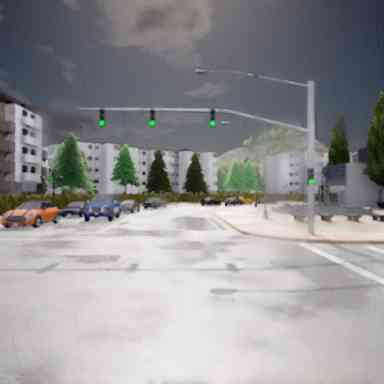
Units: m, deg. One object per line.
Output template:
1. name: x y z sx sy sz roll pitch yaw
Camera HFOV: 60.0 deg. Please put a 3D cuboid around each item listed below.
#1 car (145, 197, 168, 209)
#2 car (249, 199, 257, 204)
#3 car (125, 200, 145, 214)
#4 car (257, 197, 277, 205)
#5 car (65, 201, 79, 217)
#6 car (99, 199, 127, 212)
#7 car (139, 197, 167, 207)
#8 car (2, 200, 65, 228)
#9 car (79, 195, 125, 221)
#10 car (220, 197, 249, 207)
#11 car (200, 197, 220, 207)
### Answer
1. car: -5.142 1.721 47.173 1.895 1.301 4.718 0 0 19
2. car: 9.699 1.660 64.528 5.008 1.535 1.882 0 0 -40
3. car: -7.061 1.617 37.383 1.812 1.442 4.674 0 0 5
4. car: 14.368 1.678 63.905 4.902 1.511 2.128 0 0 -37
5. car: -10.849 1.621 32.021 2.033 1.411 5.357 0 0 0
6. car: -9.955 1.627 42.263 1.812 1.442 4.674 0 0 11
7. car: -6.244 1.627 53.944 2.128 1.511 4.902 0 0 25
8. car: -10.758 1.400 22.550 2.097 1.767 4.553 0 0 0
9. car: -7.379 1.288 27.877 2.150 2.045 5.566 0 0 -3
10. car: 7.210 1.660 55.979 1.837 1.490 4.892 0 -1 35
11. car: 3.287 1.631 56.432 1.882 1.535 5.008 0 0 33
